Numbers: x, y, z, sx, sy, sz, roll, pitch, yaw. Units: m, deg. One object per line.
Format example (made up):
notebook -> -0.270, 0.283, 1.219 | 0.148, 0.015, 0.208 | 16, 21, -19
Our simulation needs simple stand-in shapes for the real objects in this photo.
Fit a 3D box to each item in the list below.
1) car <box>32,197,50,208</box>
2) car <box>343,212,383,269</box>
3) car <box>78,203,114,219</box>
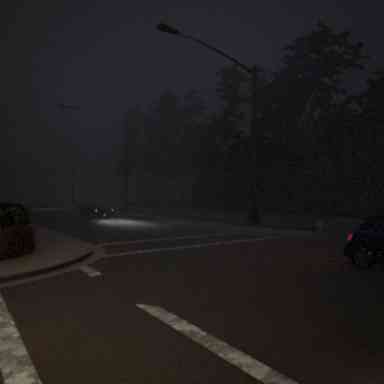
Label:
car -> -22.462, 1.549, 49.400 | 1.882, 1.535, 5.008 | 0, -1, -36
car -> 7.300, 1.576, 10.338 | 4.553, 1.767, 2.097 | 1, -1, 38
car -> -8.832, 1.672, 30.492 | 1.895, 1.301, 4.718 | 0, 0, -36
